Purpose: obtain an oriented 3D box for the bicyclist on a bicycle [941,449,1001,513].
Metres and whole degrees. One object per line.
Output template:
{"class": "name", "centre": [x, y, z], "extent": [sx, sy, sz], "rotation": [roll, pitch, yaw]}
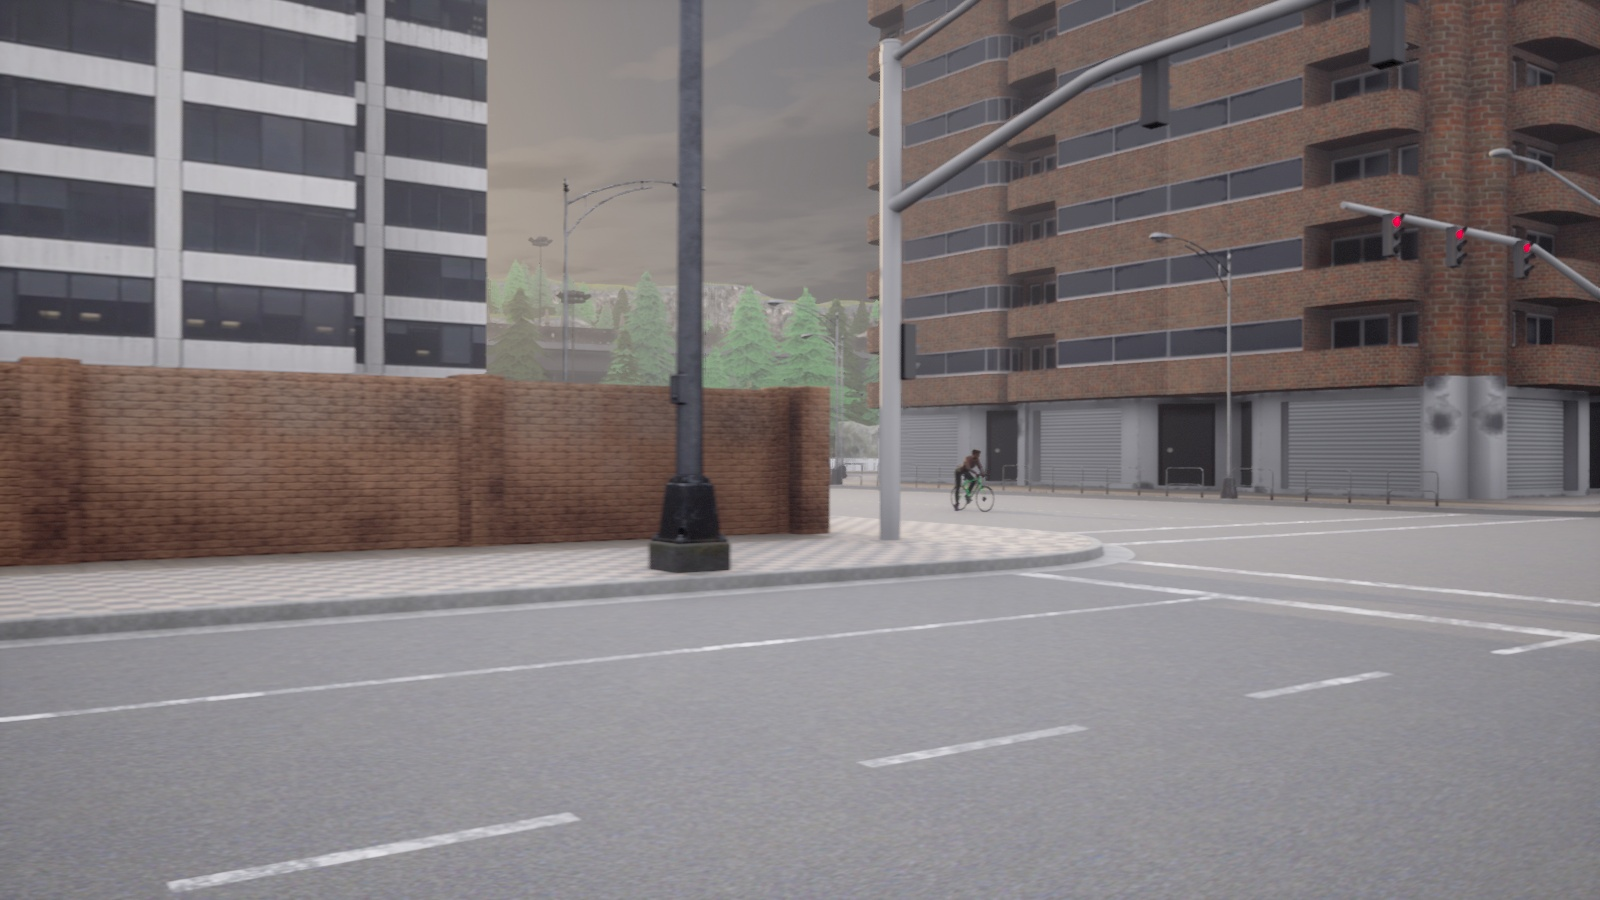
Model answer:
{"class": "bicyclist on a bicycle", "centre": [4.429, 0.772, 32.580], "extent": [0.582, 1.620, 1.656], "rotation": [0, 0, -35]}
